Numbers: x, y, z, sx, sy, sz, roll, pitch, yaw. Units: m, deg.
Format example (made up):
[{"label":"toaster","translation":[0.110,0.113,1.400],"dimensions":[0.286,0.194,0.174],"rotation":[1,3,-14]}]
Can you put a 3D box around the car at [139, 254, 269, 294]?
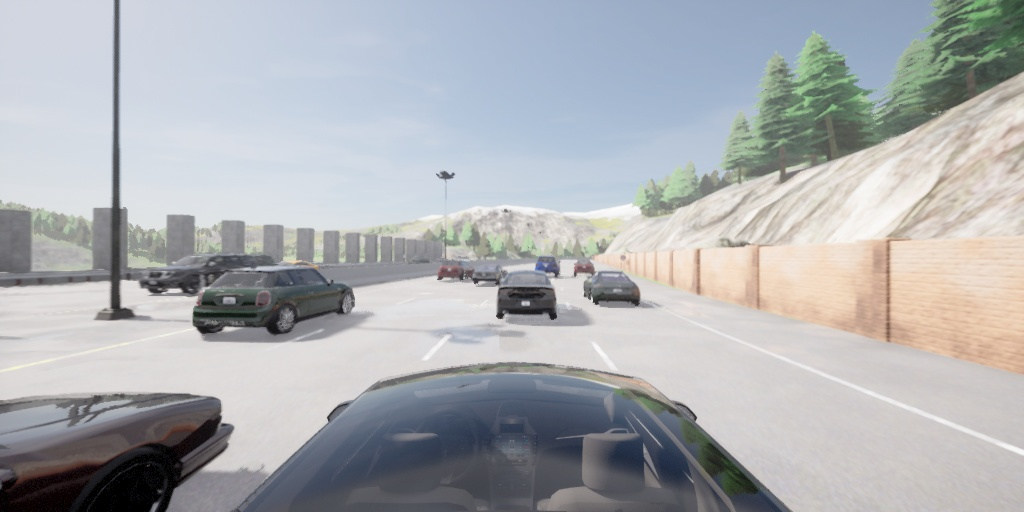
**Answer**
[{"label":"car","translation":[-16.644,0.907,19.637],"dimensions":[2.150,2.045,5.566],"rotation":[0,0,6]}]

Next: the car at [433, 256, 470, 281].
[{"label":"car","translation":[-4.473,1.083,29.688],"dimensions":[2.097,1.767,4.553],"rotation":[0,0,9]}]

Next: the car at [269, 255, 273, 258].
[{"label":"car","translation":[-22.400,0.884,29.875],"dimensions":[2.150,2.045,5.566],"rotation":[0,0,8]}]

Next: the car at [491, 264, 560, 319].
[{"label":"car","translation":[0.561,1.230,12.944],"dimensions":[1.882,1.535,5.008],"rotation":[0,0,4]}]

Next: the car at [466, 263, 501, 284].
[{"label":"car","translation":[-1.513,1.291,26.307],"dimensions":[2.033,1.411,5.357],"rotation":[0,0,9]}]

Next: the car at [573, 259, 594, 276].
[{"label":"car","translation":[7.575,1.131,37.888],"dimensions":[2.097,1.767,4.553],"rotation":[0,0,10]}]

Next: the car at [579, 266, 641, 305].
[{"label":"car","translation":[4.353,1.331,16.178],"dimensions":[1.994,1.385,4.181],"rotation":[0,0,5]}]

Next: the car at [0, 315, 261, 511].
[{"label":"car","translation":[-3.394,1.284,0.688],"dimensions":[2.033,1.411,5.357],"rotation":[0,0,0]}]

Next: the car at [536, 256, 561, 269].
[{"label":"car","translation":[3.584,0.987,35.576],"dimensions":[2.150,2.045,5.566],"rotation":[0,0,10]}]

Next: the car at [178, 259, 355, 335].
[{"label":"car","translation":[-6.572,1.075,10.593],"dimensions":[2.097,1.767,4.553],"rotation":[0,0,3]}]

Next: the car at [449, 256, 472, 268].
[{"label":"car","translation":[-8.980,0.973,62.891],"dimensions":[2.150,2.045,5.566],"rotation":[0,0,12]}]
